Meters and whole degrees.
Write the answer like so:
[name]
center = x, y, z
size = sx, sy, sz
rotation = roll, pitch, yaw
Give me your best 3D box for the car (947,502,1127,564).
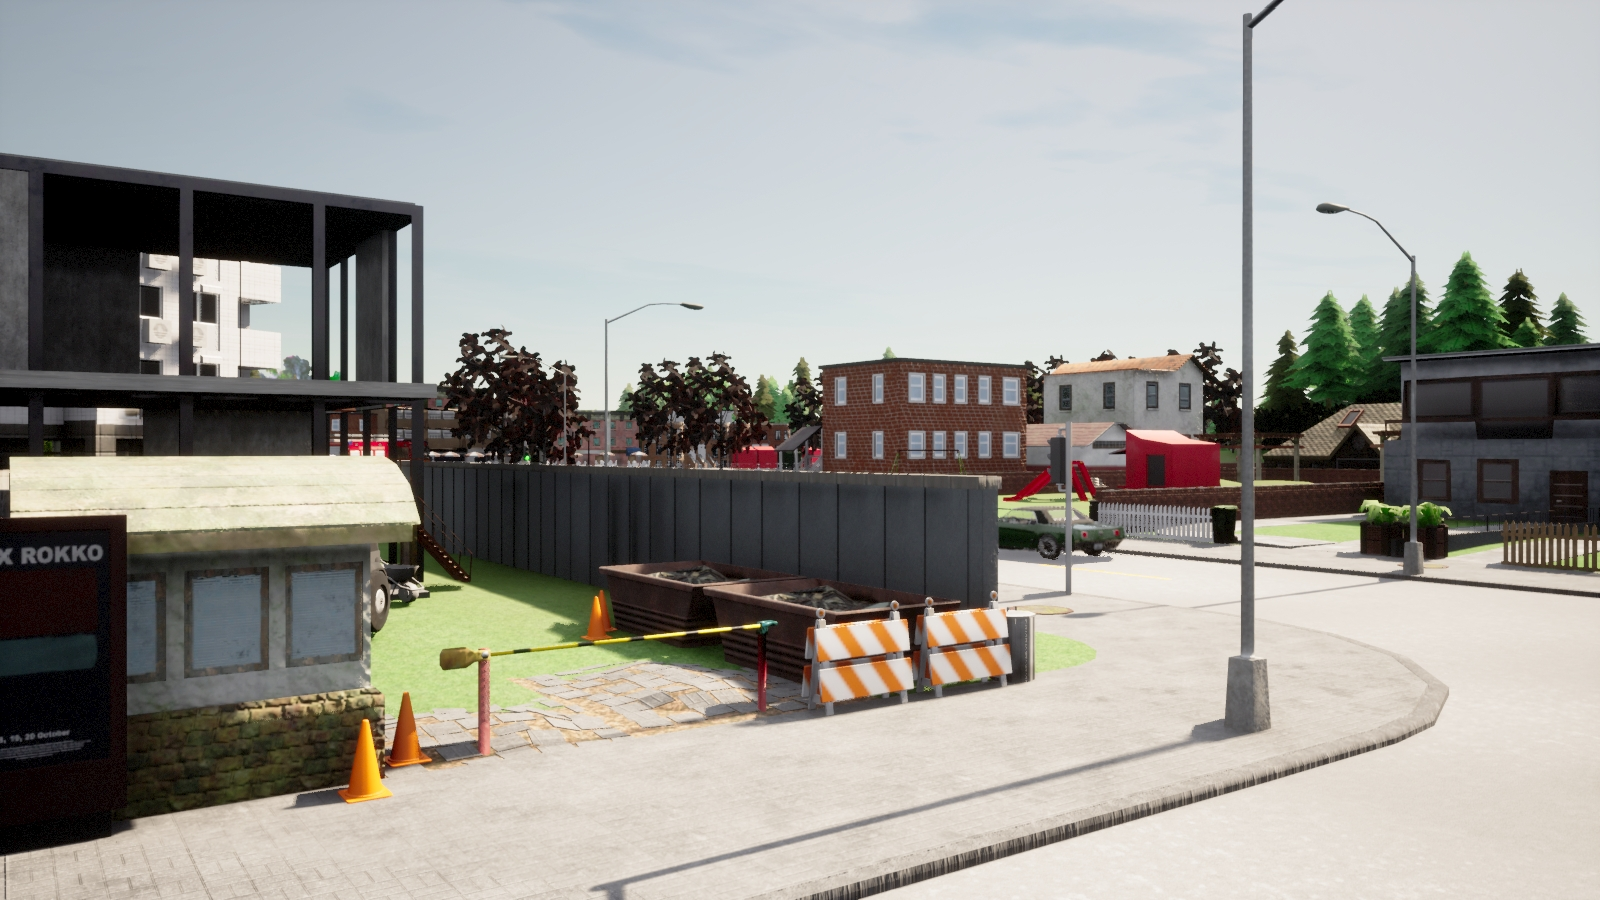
[car]
center = 6.232, 2.146, 30.563
size = 1.895, 1.301, 4.718
rotation = 0, 0, -35
